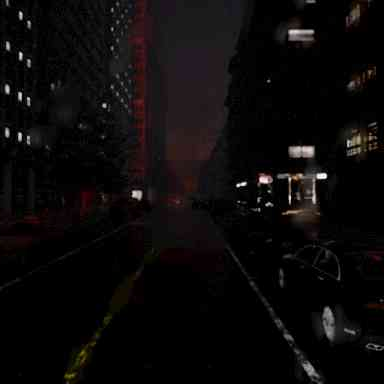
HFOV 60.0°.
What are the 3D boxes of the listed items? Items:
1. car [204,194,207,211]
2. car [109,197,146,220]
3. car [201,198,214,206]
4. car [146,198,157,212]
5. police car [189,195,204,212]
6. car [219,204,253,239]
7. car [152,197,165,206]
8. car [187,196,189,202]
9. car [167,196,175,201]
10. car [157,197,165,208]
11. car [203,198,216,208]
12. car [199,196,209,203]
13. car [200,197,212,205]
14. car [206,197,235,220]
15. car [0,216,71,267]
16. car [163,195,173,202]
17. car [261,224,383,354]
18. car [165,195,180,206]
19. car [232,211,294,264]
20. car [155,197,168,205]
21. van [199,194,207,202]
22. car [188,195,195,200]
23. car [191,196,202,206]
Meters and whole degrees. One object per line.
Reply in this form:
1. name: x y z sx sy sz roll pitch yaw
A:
1. car: 2.686 1.382 34.392 2.192 1.841 5.009 1 0 0
2. car: -5.691 1.372 28.764 2.192 1.841 5.009 1 0 0
3. car: 2.673 1.664 57.018 1.947 1.339 4.313 1 0 0
4. car: -5.700 1.621 40.078 1.887 1.381 4.507 1 0 0
5. police car: 0.880 1.503 41.067 1.930 1.638 5.238 0 0 0
6. car: 2.714 1.582 17.423 1.887 1.381 4.507 1 0 0
7. car: -5.708 1.643 57.048 1.887 1.381 4.507 1 0 0
8. car: -0.037 1.434 77.553 1.882 1.535 5.008 0 0 0
9. car: -5.724 1.709 90.990 1.802 1.307 4.206 1 0 0
10. car: -5.706 1.674 51.391 1.802 1.307 4.206 1 0 0
11. car: 2.676 1.617 51.532 1.752 1.417 4.829 1 0 0
12. car: 2.665 1.680 73.988 1.947 1.339 4.313 1 0 0
13. car: 2.670 1.655 62.675 2.008 1.369 4.403 1 0 0
14. car: 2.689 1.372 28.735 2.192 1.841 5.009 1 0 0
15. car: -5.753 1.552 11.625 1.752 1.417 4.829 1 0 0
16. car: -5.716 1.559 79.677 1.967 1.590 4.097 1 0 0
17. car: 2.808 1.566 6.110 2.008 1.369 4.403 1 0 0
18. car: -3.088 1.576 57.084 1.882 1.535 5.008 0 0 0
19. car: 2.761 1.593 11.766 1.947 1.339 4.313 1 0 0
20. car: -5.711 1.670 62.705 1.947 1.339 4.313 1 0 0
21. van: 2.665 1.460 79.646 1.690 1.788 3.998 1 0 0
22. car: -0.044 1.562 92.584 1.895 1.301 4.718 0 0 0
23. car: 0.789 1.554 57.147 1.801 1.575 5.366 0 0 0
